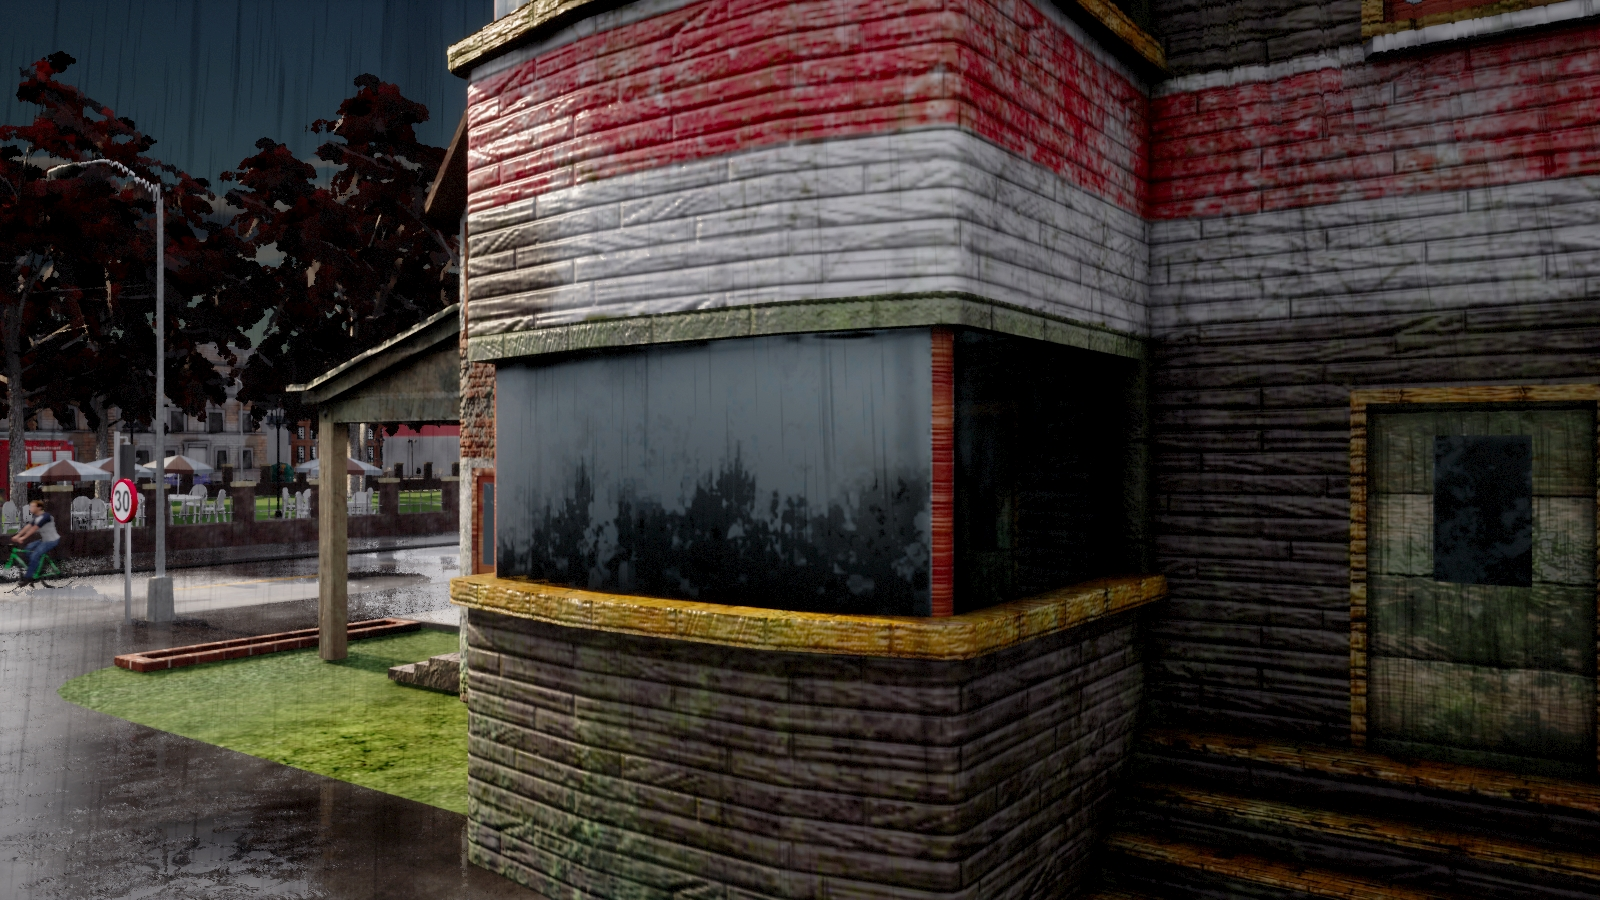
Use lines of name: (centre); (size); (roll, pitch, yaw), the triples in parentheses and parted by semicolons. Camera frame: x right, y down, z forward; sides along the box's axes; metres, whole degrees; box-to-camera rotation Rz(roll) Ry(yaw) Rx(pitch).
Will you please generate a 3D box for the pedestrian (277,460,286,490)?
pedestrian: (-31.707, 1.524, 69.831); (0.375, 1.860, 0.375); (0, 0, 38)
